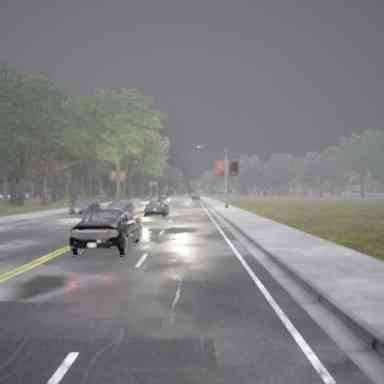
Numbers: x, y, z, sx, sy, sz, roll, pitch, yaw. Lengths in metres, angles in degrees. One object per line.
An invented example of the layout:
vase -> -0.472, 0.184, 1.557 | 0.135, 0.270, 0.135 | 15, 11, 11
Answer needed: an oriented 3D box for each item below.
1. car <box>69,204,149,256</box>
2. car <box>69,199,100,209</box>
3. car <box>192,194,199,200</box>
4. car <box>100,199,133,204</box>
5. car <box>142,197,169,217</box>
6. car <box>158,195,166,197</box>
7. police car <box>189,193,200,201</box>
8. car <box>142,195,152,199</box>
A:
car -> -3.153, 1.451, 12.887 | 2.128, 1.511, 4.902 | 0, 0, 0
car -> -9.853, 1.402, 30.941 | 2.128, 1.511, 4.902 | 0, 0, 0
car -> 0.951, 1.276, 89.839 | 1.882, 1.535, 5.008 | 0, 0, 0
car -> -6.604, 1.402, 30.960 | 2.128, 1.511, 4.902 | 0, 0, 0
car -> -3.159, 1.477, 30.381 | 1.994, 1.385, 4.181 | 0, 0, 0
car -> -6.519, 1.380, 72.263 | 1.895, 1.301, 4.718 | 0, 0, 0
police car -> 0.953, 1.236, 79.948 | 1.930, 1.638, 5.238 | 0, 0, 0
car -> -9.769, 1.310, 72.292 | 2.128, 1.511, 4.902 | 0, 0, 0
